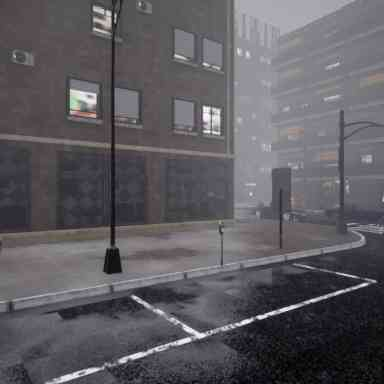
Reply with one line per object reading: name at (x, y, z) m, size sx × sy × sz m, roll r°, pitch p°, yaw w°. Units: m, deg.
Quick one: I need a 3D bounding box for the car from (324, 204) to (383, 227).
car at (11.426, 1.473, 22.013) m, size 1.895 × 1.301 × 4.718 m, roll 0°, pitch 1°, yaw -40°

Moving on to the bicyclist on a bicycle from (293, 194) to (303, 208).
bicyclist on a bicycle at (11.563, 1.011, 36.210) m, size 1.656 × 1.620 × 0.582 m, roll 0°, pitch 1°, yaw -36°

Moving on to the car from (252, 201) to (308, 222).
car at (6.298, 1.341, 24.197) m, size 2.008 × 1.369 × 4.403 m, roll 1°, pitch 0°, yaw -36°
